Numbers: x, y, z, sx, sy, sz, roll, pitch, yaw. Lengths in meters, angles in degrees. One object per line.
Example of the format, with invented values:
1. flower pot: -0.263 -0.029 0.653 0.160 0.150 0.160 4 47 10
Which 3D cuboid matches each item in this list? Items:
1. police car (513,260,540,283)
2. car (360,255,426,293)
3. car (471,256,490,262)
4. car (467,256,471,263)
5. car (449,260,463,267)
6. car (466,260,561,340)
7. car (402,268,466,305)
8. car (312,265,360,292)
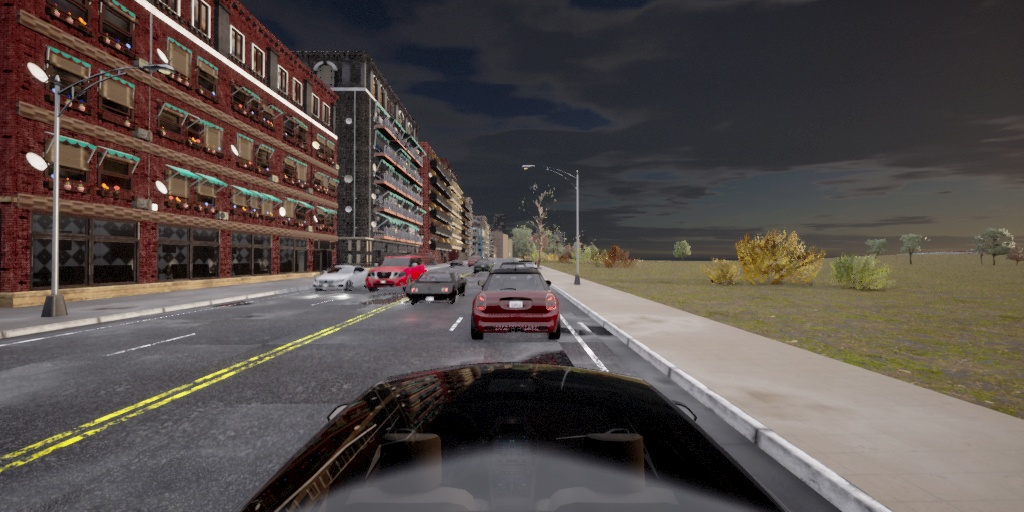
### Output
1. police car: 1.098 1.179 29.419 1.930 1.638 5.238 0 0 0
2. car: -6.630 0.974 21.207 2.150 2.045 5.566 0 0 0
3. car: -3.209 1.106 41.845 2.097 1.767 4.553 0 0 0
4. car: -6.642 0.971 64.134 2.150 2.045 5.566 0 0 0
5. car: -9.891 1.352 63.604 1.895 1.301 4.718 0 0 0
6. car: 0.080 1.103 10.151 2.097 1.767 4.553 0 0 0
7. car: -3.173 1.353 16.096 1.895 1.301 4.718 0 0 0
8. car: -9.879 1.278 21.324 1.812 1.442 4.674 0 0 0
